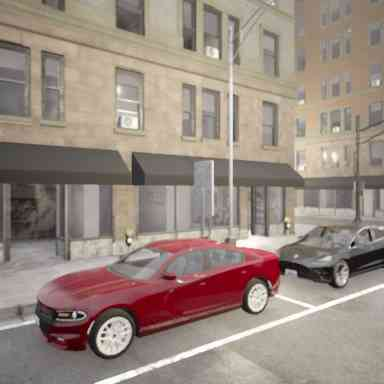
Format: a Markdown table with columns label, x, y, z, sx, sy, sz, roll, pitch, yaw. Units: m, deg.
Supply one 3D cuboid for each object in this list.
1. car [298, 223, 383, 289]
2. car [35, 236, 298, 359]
| label | x | y | z | sx | sy | sz | roll | pitch | yaw |
| --- | --- | --- | --- | --- | --- | --- | --- | --- | --- |
| car | 4.119 | 1.560 | 9.195 | 4.313 | 1.339 | 1.947 | 0 | 0 | -36 |
| car | -0.341 | 1.542 | 5.959 | 4.507 | 1.381 | 1.887 | 0 | 0 | -36 |
